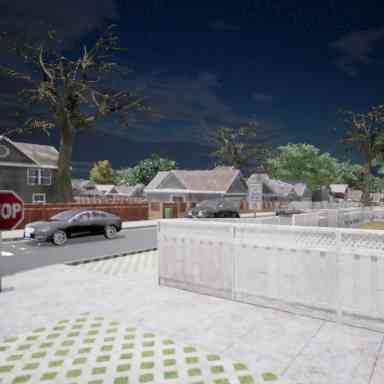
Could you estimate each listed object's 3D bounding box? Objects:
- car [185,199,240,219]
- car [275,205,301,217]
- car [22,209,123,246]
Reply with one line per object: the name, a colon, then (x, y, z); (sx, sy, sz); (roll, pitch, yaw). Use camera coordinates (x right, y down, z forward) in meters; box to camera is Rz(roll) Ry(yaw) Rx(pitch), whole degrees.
car: (1.777, 1.575, 26.468); (2.150, 2.045, 5.566); (1, 0, 36)
car: (11.519, 2.252, 39.798); (1.994, 1.385, 4.181); (1, -1, 36)
car: (-5.633, 1.614, 16.302); (2.128, 1.511, 4.902); (1, 0, 36)
